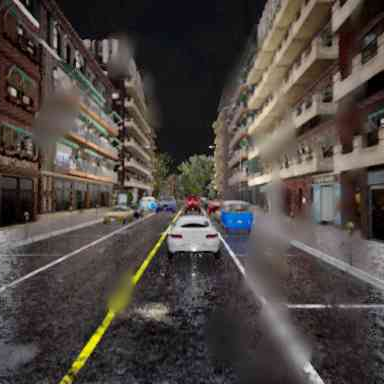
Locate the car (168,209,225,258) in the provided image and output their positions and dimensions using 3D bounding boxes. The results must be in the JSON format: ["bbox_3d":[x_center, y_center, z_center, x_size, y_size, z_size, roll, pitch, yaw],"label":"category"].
[{"bbox_3d":[0.050,1.606,13.027,1.812,1.442,4.674,0,0,0],"label":"car"}]

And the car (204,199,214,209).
[{"bbox_3d":[2.683,1.776,37.435,1.887,1.381,4.507,1,0,0],"label":"car"}]

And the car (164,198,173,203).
[{"bbox_3d":[-5.763,2.092,82.446,1.802,1.307,4.206,1,0,0],"label":"car"}]

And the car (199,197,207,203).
[{"bbox_3d":[2.844,2.092,87.574,2.008,1.369,4.403,1,0,0],"label":"car"}]

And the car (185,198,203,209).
[{"bbox_3d":[0.105,1.773,40.167,1.812,1.442,4.674,0,0,0],"label":"car"}]

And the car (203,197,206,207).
[{"bbox_3d":[2.671,1.866,48.577,1.947,1.339,4.313,1,0,0],"label":"car"}]

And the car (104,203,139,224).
[{"bbox_3d":[-5.677,1.687,26.163,1.752,1.417,4.829,1,0,0],"label":"car"}]

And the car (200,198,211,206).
[{"bbox_3d":[2.672,1.954,65.290,2.008,1.369,4.403,1,0,0],"label":"car"}]

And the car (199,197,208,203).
[{"bbox_3d":[2.843,2.057,82.003,2.008,1.369,4.403,1,0,0],"label":"car"}]

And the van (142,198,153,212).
[{"bbox_3d":[-5.674,1.607,43.047,1.690,1.788,3.998,1,0,0],"label":"van"}]

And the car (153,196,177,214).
[{"bbox_3d":[-2.997,1.520,39.609,2.150,2.045,5.566,0,0,0],"label":"car"}]

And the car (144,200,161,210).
[{"bbox_3d":[-5.676,1.851,48.616,2.008,1.369,4.403,1,0,0],"label":"car"}]

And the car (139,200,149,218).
[{"bbox_3d":[-5.678,1.763,31.904,1.947,1.339,4.313,1,0,0],"label":"car"}]

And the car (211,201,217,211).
[{"bbox_3d":[2.710,1.689,26.463,1.752,1.417,4.829,1,0,0],"label":"car"}]

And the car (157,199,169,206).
[{"bbox_3d":[-5.676,1.986,65.330,1.802,1.307,4.206,1,0,0],"label":"car"}]

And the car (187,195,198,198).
[{"bbox_3d":[0.105,1.582,58.078,2.150,2.045,5.566,0,0,0],"label":"car"}]

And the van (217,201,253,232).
[{"bbox_3d":[2.708,1.469,20.723,1.690,1.788,3.998,1,0,0],"label":"van"}]

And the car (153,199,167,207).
[{"bbox_3d":[-5.676,1.920,59.759,2.008,1.369,4.403,1,0,0],"label":"car"}]
